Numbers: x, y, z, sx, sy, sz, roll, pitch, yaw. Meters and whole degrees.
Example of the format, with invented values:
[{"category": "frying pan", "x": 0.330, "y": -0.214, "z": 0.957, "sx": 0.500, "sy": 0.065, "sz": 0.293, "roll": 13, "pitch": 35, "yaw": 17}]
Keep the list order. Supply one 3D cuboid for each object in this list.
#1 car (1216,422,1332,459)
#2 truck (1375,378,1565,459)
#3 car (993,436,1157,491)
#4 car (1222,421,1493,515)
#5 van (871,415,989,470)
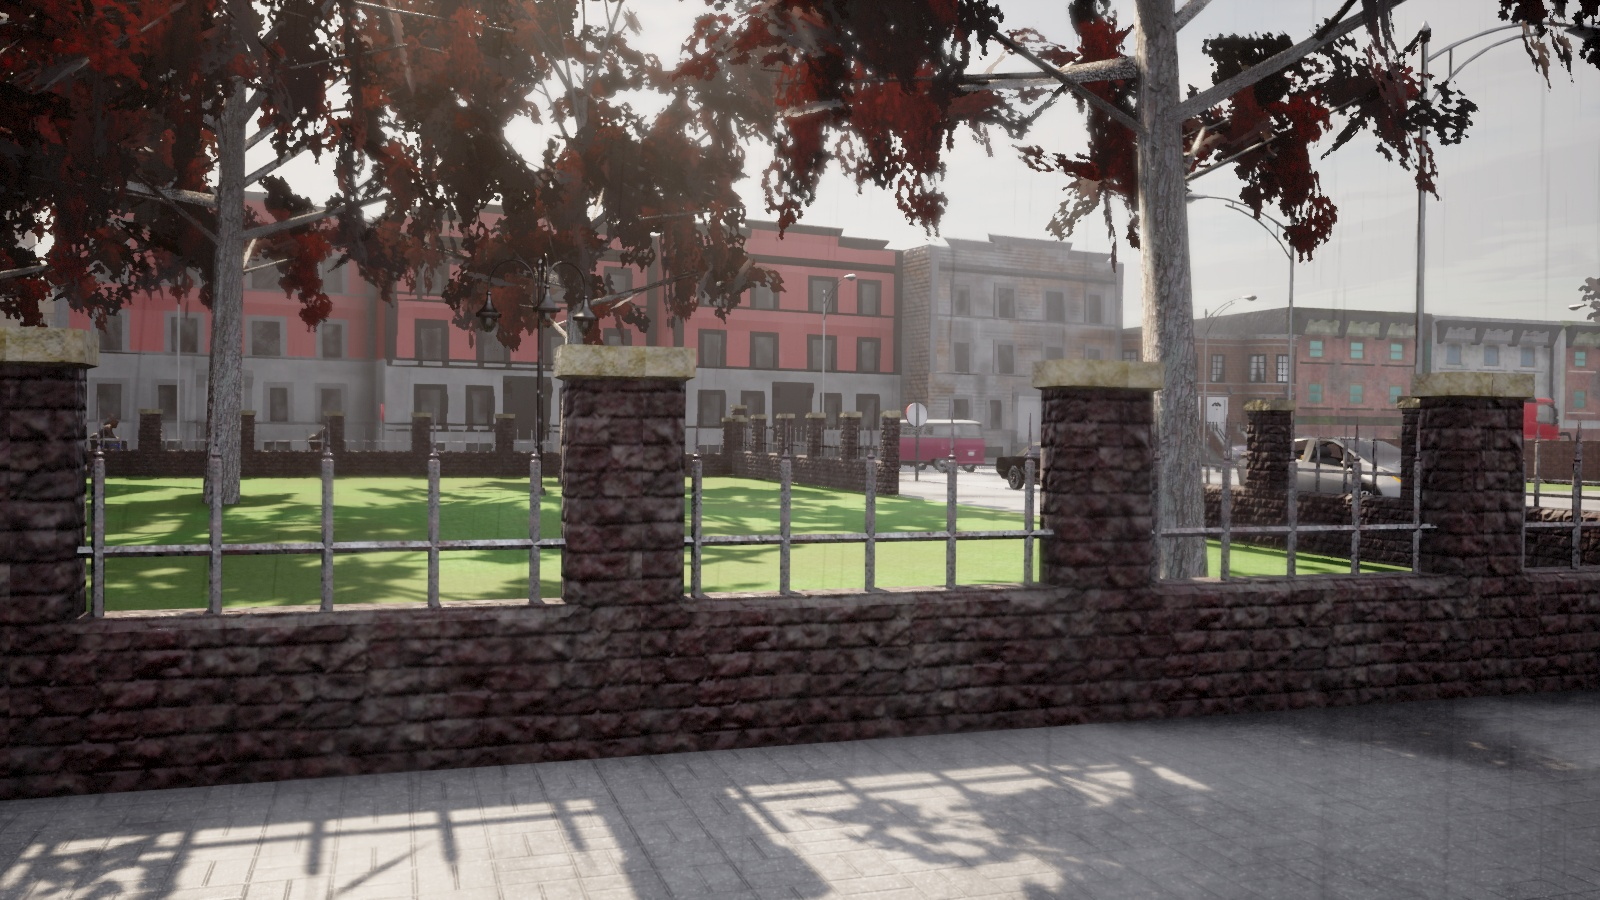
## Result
[{"category": "car", "x": 22.012, "y": -0.459, "z": 58.345, "sx": 4.856, "sy": 1.649, "sz": 2.033, "roll": -1, "pitch": 1, "yaw": -18}, {"category": "truck", "x": 30.313, "y": -1.436, "z": 56.816, "sx": 7.936, "sy": 3.462, "sz": 2.891, "roll": -1, "pitch": 1, "yaw": -18}, {"category": "car", "x": 6.994, "y": 0.294, "z": 32.525, "sx": 1.895, "sy": 1.301, "sz": 4.718, "roll": -1, "pitch": 1, "yaw": -20}, {"category": "car", "x": 10.067, "y": 0.260, "z": 23.108, "sx": 2.007, "sy": 1.525, "sz": 4.514, "roll": -1, "pitch": 1, "yaw": -20}, {"category": "van", "x": 4.882, "y": -0.277, "z": 47.630, "sx": 1.775, "sy": 1.987, "sz": 4.442, "roll": -1, "pitch": 1, "yaw": -41}]
